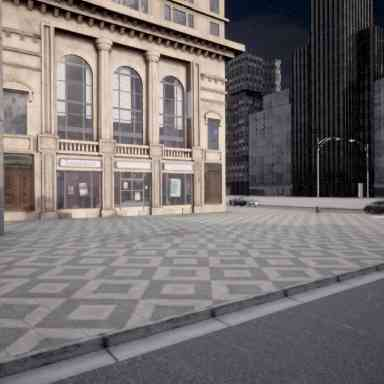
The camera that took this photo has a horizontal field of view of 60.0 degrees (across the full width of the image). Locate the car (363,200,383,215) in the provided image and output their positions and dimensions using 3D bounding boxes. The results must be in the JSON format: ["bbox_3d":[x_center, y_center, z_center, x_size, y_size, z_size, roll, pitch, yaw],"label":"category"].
[{"bbox_3d":[18.101,1.477,30.267,1.812,1.442,4.674,-1,1,-34],"label":"car"}]

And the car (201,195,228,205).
[{"bbox_3d":[3.741,1.328,57.021,2.128,1.511,4.902,-1,1,-34],"label":"car"}]

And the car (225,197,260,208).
[{"bbox_3d":[7.254,1.388,46.247,2.128,1.511,4.902,-1,1,-34],"label":"car"}]
